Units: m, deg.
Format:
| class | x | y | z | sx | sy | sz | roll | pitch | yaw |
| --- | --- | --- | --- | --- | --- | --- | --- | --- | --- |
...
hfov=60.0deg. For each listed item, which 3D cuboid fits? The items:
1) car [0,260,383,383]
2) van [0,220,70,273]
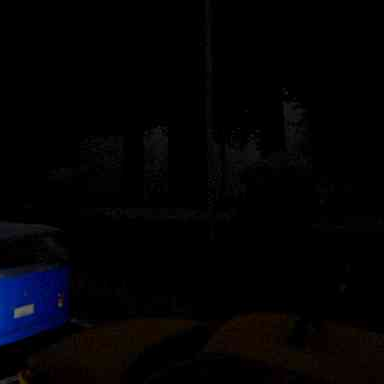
| class | x | y | z | sx | sy | sz | roll | pitch | yaw |
| --- | --- | --- | --- | --- | --- | --- | --- | --- | --- |
| car | 0.570 | 1.523 | 2.416 | 4.829 | 1.417 | 1.752 | 0 | -1 | 36 |
| van | -3.726 | 1.340 | 5.484 | 3.998 | 1.788 | 1.690 | 0 | -1 | 36 |
